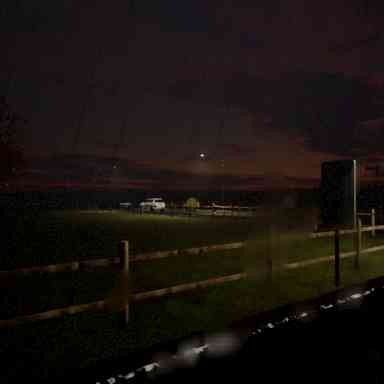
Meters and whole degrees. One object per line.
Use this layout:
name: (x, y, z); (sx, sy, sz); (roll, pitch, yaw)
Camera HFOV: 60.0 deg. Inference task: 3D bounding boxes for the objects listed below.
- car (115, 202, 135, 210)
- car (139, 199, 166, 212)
car: (-12.428, 2.631, 61.788); (2.033, 1.411, 5.357); (0, -1, -34)
car: (-6.347, 2.094, 53.006); (2.150, 2.045, 5.566); (0, -1, -36)
